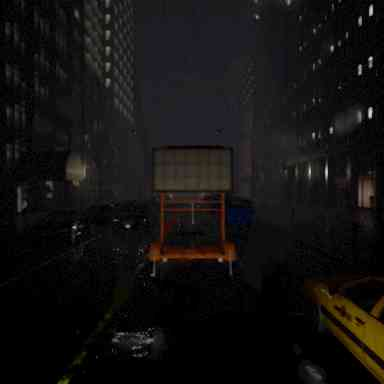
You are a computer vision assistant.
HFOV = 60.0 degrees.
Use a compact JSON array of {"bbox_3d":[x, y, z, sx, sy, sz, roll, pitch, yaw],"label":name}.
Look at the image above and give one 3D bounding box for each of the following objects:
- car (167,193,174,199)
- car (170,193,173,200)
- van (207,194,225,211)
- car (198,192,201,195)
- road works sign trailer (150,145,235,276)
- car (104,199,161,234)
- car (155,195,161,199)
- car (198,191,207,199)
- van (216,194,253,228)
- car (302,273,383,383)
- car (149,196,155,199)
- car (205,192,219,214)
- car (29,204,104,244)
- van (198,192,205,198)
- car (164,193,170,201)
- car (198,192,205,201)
[{"bbox_3d":[-5.685,0.997,88.735,1.752,1.417,4.829,-1,0,0],"label":"car"},{"bbox_3d":[-5.687,1.155,71.854,1.802,1.307,4.206,-1,0,0],"label":"car"},{"bbox_3d":[2.686,1.117,37.750,1.690,1.788,3.998,-1,0,0],"label":"van"},{"bbox_3d":[2.692,0.819,83.219,2.192,1.841,5.009,-1,0,0],"label":"car"},{"bbox_3d":[0.020,0.404,10.067,2.380,3.560,2.880,0,0,0],"label":"road works sign trailer"},{"bbox_3d":[-3.098,1.381,18.532,2.128,1.511,4.902,0,0,0],"label":"car"},{"bbox_3d":[-5.691,1.259,49.120,2.008,1.369,4.403,-1,0,0],"label":"car"},{"bbox_3d":[2.693,0.785,88.903,2.192,1.841,5.009,-1,0,0],"label":"car"},{"bbox_3d":[2.683,1.218,20.700,1.690,1.788,3.998,-1,0,0],"label":"van"},{"bbox_3d":[2.683,1.502,3.820,1.752,1.417,4.829,-1,0,0],"label":"car"},{"bbox_3d":[-5.692,1.358,37.753,1.802,1.307,4.206,-1,0,0],"label":"car"},{"bbox_3d":[2.685,1.124,32.067,2.192,1.841,5.009,-1,0,0],"label":"car"},{"bbox_3d":[-5.696,1.461,15.019,2.008,1.369,4.403,-1,0,0],"label":"car"},{"bbox_3d":[2.695,0.777,94.586,1.690,1.788,3.998,-1,0,0],"label":"van"},{"bbox_3d":[-5.689,1.191,60.487,2.008,1.369,4.403,-1,0,0],"label":"car"},{"bbox_3d":[2.692,1.191,60.485,2.008,1.369,4.403,-1,0,0],"label":"car"}]
